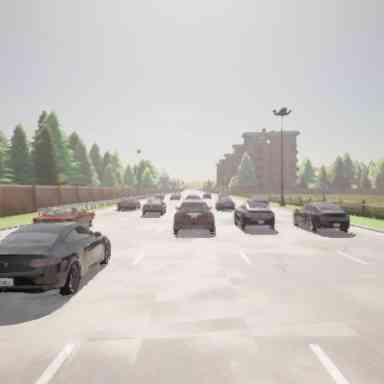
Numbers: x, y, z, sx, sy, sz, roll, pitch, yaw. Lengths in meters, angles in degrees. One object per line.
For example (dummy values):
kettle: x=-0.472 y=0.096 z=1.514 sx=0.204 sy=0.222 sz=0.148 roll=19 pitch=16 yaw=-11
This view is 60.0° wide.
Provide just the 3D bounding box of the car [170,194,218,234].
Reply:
car: x=0.106 y=1.210 z=18.466 sx=2.097 sy=1.767 sz=4.553 roll=0 pitch=0 yaw=0

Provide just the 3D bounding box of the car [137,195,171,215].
car: x=-3.391 y=1.313 z=30.475 sx=2.033 sy=1.411 sz=5.357 roll=0 pitch=0 yaw=0

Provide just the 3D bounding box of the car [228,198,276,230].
car: x=3.606 y=1.340 z=19.785 sx=2.128 sy=1.511 sz=4.902 roll=0 pitch=0 yaw=0

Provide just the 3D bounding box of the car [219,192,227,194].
car: x=7.019 y=0.777 z=75.502 sx=2.097 sy=1.767 sz=4.553 roll=0 pitch=0 yaw=0

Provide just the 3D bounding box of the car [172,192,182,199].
car: x=-3.485 y=0.790 z=77.627 sx=1.994 sy=1.385 sz=4.181 roll=0 pitch=0 yaw=0

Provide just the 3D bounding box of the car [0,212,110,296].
car: x=-3.407 y=1.461 z=8.367 sx=1.812 sy=1.442 sz=4.674 roll=0 pitch=0 yaw=0

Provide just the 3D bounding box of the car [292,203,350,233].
car: x=7.105 y=1.361 z=18.746 sx=1.837 sy=1.490 sz=4.892 roll=0 pitch=1 yaw=0

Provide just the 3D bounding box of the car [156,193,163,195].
car: x=-6.981 y=0.986 z=72.203 sx=2.033 sy=1.411 sz=5.357 roll=0 pitch=0 yaw=0

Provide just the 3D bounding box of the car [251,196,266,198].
car: x=7.110 y=1.229 z=35.963 sx=1.837 sy=1.490 sz=4.892 roll=0 pitch=0 yaw=0

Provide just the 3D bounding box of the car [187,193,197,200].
car: x=0.018 y=0.947 z=75.502 sx=2.128 sy=1.511 sz=4.902 roll=0 pitch=0 yaw=0

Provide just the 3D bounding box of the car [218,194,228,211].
car: x=3.610 y=1.284 z=36.515 sx=1.994 sy=1.385 sz=4.181 roll=0 pitch=0 yaw=0

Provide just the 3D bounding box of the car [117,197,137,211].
car: x=-6.889 y=1.282 z=36.634 sx=1.994 sy=1.385 sz=4.181 roll=0 pitch=0 yaw=0

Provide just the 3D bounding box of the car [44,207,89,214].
car: x=-6.894 y=1.458 z=18.528 sx=1.895 sy=1.301 sz=4.718 roll=0 pitch=0 yaw=0

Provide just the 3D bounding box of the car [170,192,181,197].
car: x=-3.482 y=1.042 z=67.586 sx=1.994 sy=1.385 sz=4.181 roll=0 pitch=0 yaw=0
